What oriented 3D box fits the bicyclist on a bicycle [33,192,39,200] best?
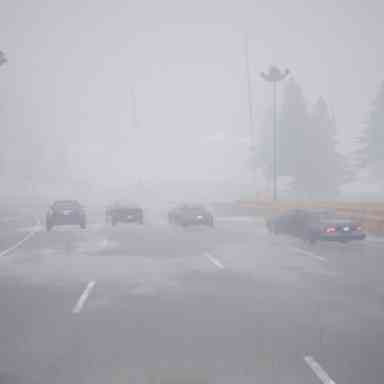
[{"bbox_3d":[-31.083,0.751,66.578,0.582,1.620,1.656,1,-20,25],"label":"bicyclist on a bicycle"}]

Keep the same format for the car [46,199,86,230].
[{"bbox_3d":[-7.761,1.204,20.518,2.097,1.767,4.553,0,1,-21],"label":"car"}]

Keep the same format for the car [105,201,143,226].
[{"bbox_3d":[-4.554,1.302,21.981,1.882,1.535,5.008,0,1,-21],"label":"car"}]

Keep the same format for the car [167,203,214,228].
[{"bbox_3d":[-0.205,1.386,20.801,1.994,1.385,4.181,0,1,-19],"label":"car"}]

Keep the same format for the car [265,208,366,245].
[{"bbox_3d":[5.211,1.418,14.930,2.033,1.411,5.357,0,1,-13],"label":"car"}]
